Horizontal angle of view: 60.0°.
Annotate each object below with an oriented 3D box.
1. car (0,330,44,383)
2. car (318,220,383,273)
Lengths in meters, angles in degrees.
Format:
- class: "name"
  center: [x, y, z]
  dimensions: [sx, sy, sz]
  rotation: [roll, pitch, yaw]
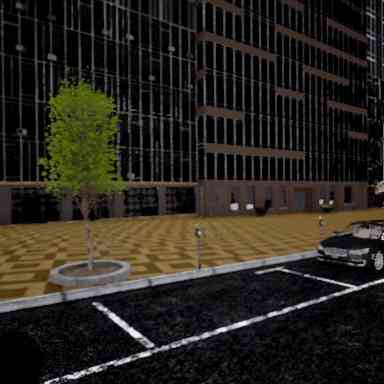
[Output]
- class: "car"
  center: [-3.089, 1.496, 1.123]
  dimensions: [4.892, 1.490, 1.837]
  rotation: [1, 0, -35]
- class: "car"
  center: [5.844, 1.608, 10.746]
  dimensions: [4.403, 1.369, 2.008]
  rotation: [0, -1, -35]
